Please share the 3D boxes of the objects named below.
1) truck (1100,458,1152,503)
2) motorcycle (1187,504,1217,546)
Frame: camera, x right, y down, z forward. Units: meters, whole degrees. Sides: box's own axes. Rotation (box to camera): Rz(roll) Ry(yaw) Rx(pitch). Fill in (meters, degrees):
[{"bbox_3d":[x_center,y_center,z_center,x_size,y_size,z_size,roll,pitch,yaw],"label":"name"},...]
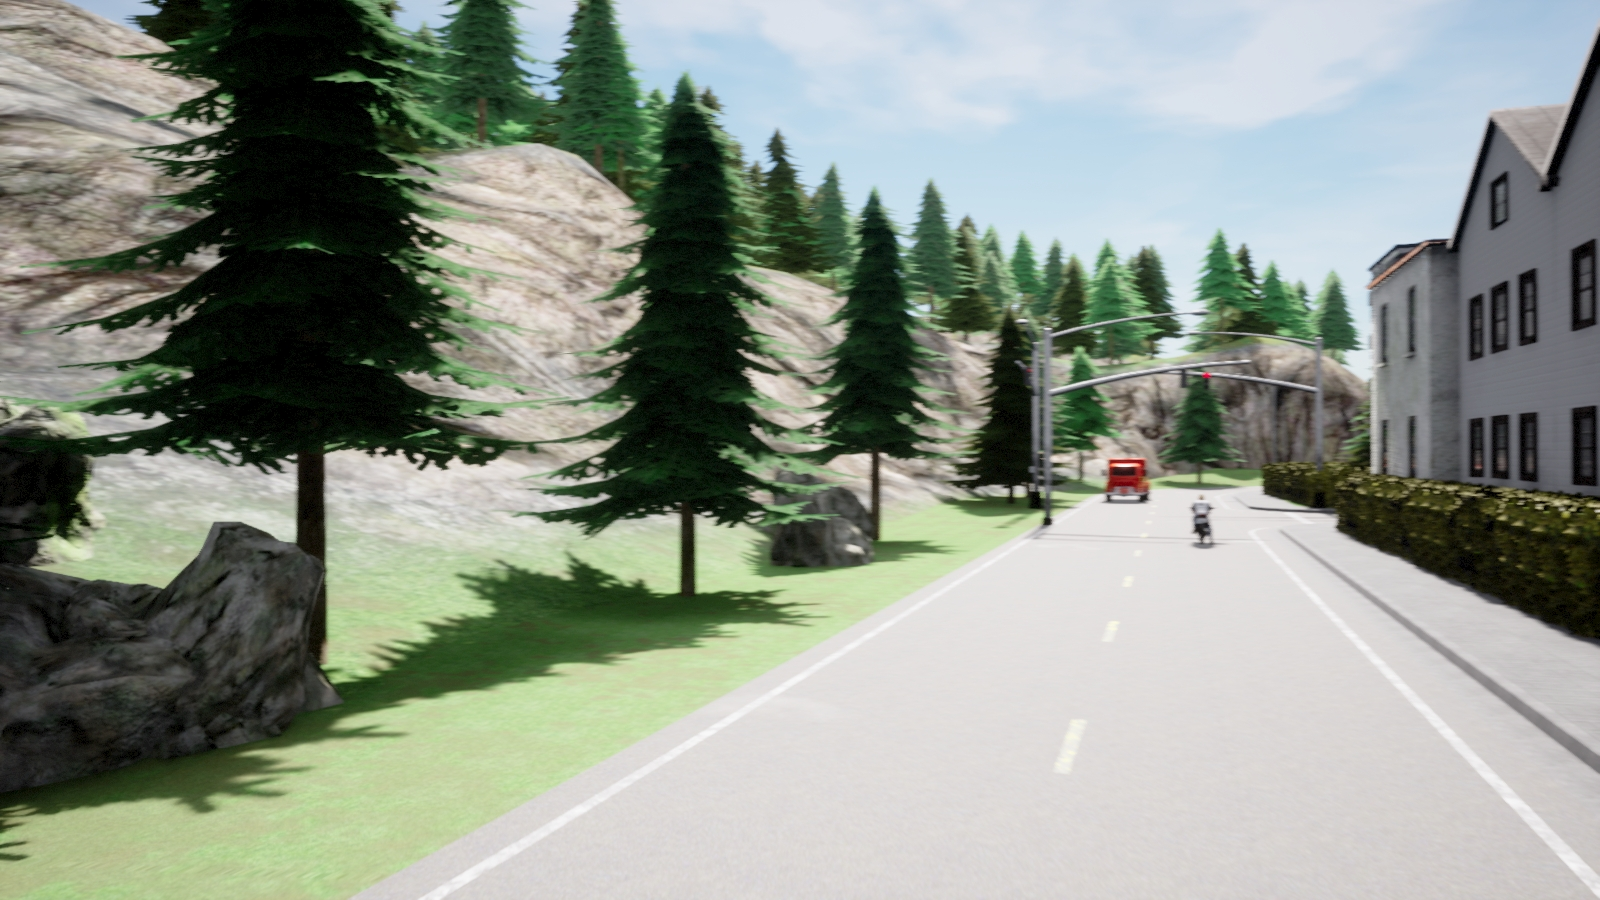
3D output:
[{"bbox_3d":[18.936,1.699,66.248,2.627,2.467,5.204,0,0,19],"label":"truck"},{"bbox_3d":[12.259,2.267,34.873,0.803,1.145,2.033,0,0,18],"label":"motorcycle"}]
